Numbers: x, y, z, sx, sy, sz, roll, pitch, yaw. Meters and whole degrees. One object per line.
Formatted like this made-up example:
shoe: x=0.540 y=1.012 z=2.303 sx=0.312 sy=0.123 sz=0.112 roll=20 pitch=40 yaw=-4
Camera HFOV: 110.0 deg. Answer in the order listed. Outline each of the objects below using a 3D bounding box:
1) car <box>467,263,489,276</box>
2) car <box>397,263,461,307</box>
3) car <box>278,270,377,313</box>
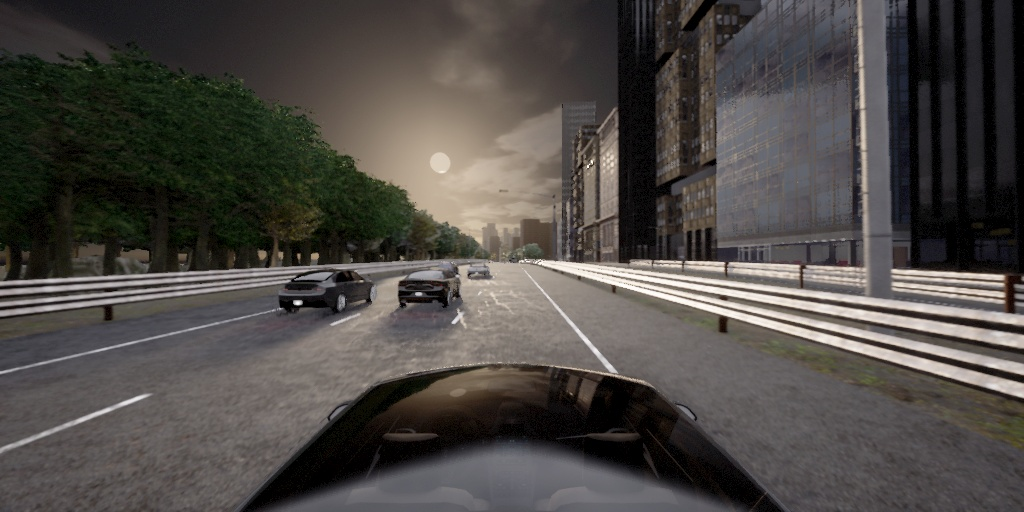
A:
car: x=-3.398 y=1.376 z=36.892 sx=1.895 sy=1.301 sz=4.718 roll=0 pitch=0 yaw=0
car: x=-3.394 y=1.232 z=15.515 sx=1.882 sy=1.535 sz=5.008 roll=0 pitch=0 yaw=0
car: x=-6.892 y=1.259 z=13.965 sx=1.837 sy=1.490 sz=4.892 roll=0 pitch=0 yaw=0
